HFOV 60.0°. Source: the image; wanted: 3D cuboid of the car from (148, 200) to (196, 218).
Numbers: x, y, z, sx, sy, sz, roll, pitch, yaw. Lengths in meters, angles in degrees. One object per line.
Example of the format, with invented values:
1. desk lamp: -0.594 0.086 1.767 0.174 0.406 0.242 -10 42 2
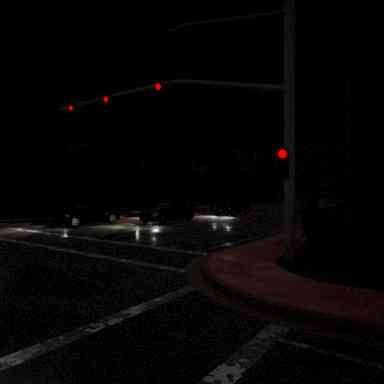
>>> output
1. car: -1.761 1.505 30.912 1.837 1.490 4.892 0 0 36

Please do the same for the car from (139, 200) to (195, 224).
1. car: -1.774 1.478 24.888 1.882 1.535 5.008 0 0 36

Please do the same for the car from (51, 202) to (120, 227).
1. car: -7.289 1.478 23.194 1.882 1.535 5.008 0 0 36

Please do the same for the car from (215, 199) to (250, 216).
1. car: 4.082 1.505 33.029 1.837 1.490 4.892 0 0 36
